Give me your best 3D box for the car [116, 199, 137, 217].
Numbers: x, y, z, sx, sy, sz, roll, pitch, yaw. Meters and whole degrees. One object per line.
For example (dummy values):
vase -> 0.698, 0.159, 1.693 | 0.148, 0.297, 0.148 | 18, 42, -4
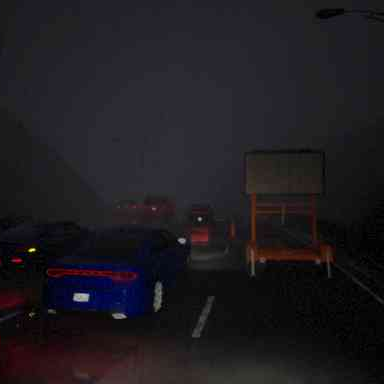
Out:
car -> -6.231, 1.503, 33.660 | 2.097, 1.767, 4.553 | 0, 0, -1

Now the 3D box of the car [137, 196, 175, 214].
car -> -2.727, 1.341, 27.434 | 2.150, 2.045, 5.566 | 0, 0, 2

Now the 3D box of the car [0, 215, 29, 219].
car -> -7.379, 1.619, 13.465 | 2.033, 1.411, 5.357 | 0, 0, 8

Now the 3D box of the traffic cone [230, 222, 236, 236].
traffic cone -> 2.159, 2.021, 17.462 | 0.340, 0.580, 0.340 | 0, 0, 7

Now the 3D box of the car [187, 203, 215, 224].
car -> 0.676, 1.606, 25.387 | 1.837, 1.490, 4.892 | 0, 0, 3

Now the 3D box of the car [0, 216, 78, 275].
car -> -4.376, 1.578, 10.372 | 1.812, 1.442, 4.674 | 0, 0, 10

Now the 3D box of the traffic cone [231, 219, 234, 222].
traffic cone -> 2.392, 2.028, 19.448 | 0.340, 0.580, 0.340 | 0, 0, 7

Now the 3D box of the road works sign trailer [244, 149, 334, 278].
road works sign trailer -> 2.820, 0.500, 10.342 | 2.380, 3.560, 2.880 | 0, 0, 7

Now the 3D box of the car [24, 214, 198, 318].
car -> -1.286, 1.512, 7.658 | 1.882, 1.535, 5.008 | 0, 0, 10
